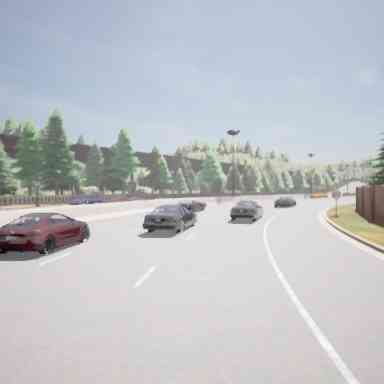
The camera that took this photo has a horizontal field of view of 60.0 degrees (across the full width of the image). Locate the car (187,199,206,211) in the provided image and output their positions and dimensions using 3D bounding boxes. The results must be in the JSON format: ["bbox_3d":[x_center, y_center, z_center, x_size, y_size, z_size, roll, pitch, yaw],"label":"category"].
[{"bbox_3d":[-0.123,1.389,33.655,1.895,1.301,4.718,0,0,21],"label":"car"}]

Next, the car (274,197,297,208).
[{"bbox_3d":[12.169,1.292,43.165,1.994,1.385,4.181,0,0,32],"label":"car"}]

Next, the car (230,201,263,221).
[{"bbox_3d":[4.245,1.388,25.352,2.033,1.411,5.357,0,0,19],"label":"car"}]

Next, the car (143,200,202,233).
[{"bbox_3d":[-1.095,1.429,18.788,2.033,1.411,5.357,0,0,13],"label":"car"}]

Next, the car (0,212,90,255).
[{"bbox_3d":[-5.674,1.481,13.005,1.994,1.385,4.181,0,0,8],"label":"car"}]

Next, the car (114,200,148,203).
[{"bbox_3d":[-6.384,1.291,37.243,1.812,1.442,4.674,0,0,23],"label":"car"}]

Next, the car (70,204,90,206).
[{"bbox_3d":[-12.727,1.099,40.109,2.097,1.767,4.553,0,0,23],"label":"car"}]
